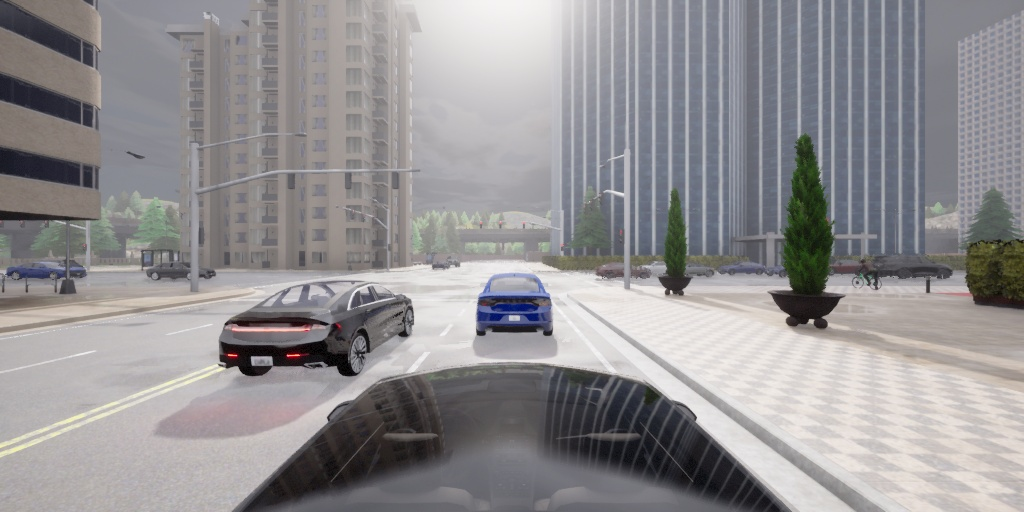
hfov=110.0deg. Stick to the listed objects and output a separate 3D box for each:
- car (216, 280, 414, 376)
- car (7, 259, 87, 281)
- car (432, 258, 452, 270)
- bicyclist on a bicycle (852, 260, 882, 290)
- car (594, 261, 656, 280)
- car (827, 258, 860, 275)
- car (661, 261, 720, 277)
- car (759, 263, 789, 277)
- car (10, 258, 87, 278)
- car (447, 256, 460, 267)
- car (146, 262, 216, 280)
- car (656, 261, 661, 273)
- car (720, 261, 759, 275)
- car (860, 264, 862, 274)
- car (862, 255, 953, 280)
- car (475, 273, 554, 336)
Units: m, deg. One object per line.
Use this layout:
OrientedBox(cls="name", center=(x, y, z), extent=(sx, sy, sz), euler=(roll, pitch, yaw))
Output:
OrientedBox(cls="car", center=(-3.447, 1.242, 7.390), extent=(2.128, 1.511, 4.902), euler=(0, 0, 0))
OrientedBox(cls="car", center=(-38.840, 1.228, 30.036), extent=(5.008, 1.535, 1.882), euler=(0, 0, 0))
OrientedBox(cls="car", center=(-10.633, 1.351, 53.547), extent=(1.895, 1.301, 4.718), euler=(0, 0, 0))
OrientedBox(cls="bicyclist on a bicycle", center=(19.628, 1.051, 19.865), extent=(0.582, 1.620, 1.656), euler=(0, 0, -1))
OrientedBox(cls="car", center=(9.368, 1.276, 30.537), extent=(4.674, 1.442, 1.812), euler=(0, 0, -1))
OrientedBox(cls="car", center=(34.351, 1.102, 37.997), extent=(4.553, 1.767, 2.097), euler=(0, 0, 0))
OrientedBox(cls="car", center=(16.987, 1.314, 34.321), extent=(4.181, 1.385, 1.994), euler=(0, 0, -1))
OrientedBox(cls="car", center=(26.906, 1.276, 34.420), extent=(4.674, 1.442, 1.812), euler=(0, 0, 0))
OrientedBox(cls="car", center=(-43.391, 1.102, 33.659), extent=(4.553, 1.767, 2.097), euler=(0, 0, -1))
OrientedBox(cls="car", center=(-10.602, 0.971, 64.221), extent=(2.150, 2.045, 5.566), euler=(0, 0, 0))
OrientedBox(cls="car", center=(-27.716, 1.255, 30.138), extent=(4.892, 1.490, 1.837), euler=(0, 0, -1))
OrientedBox(cls="car", center=(15.183, 1.276, 37.802), extent=(4.674, 1.442, 1.812), euler=(0, 0, -1))
OrientedBox(cls="car", center=(24.266, 1.276, 37.896), extent=(4.674, 1.442, 1.812), euler=(0, 0, 0))
OrientedBox(cls="car", center=(37.227, 1.242, 34.521), extent=(4.902, 1.511, 2.128), euler=(0, 0, 0))
OrientedBox(cls="car", center=(34.150, 0.971, 30.808), extent=(5.566, 2.045, 2.150), euler=(0, 0, -1))
OrientedBox(cls="car", center=(0.069, 1.228, 10.429), extent=(1.882, 1.535, 5.008), euler=(0, 0, 0))
